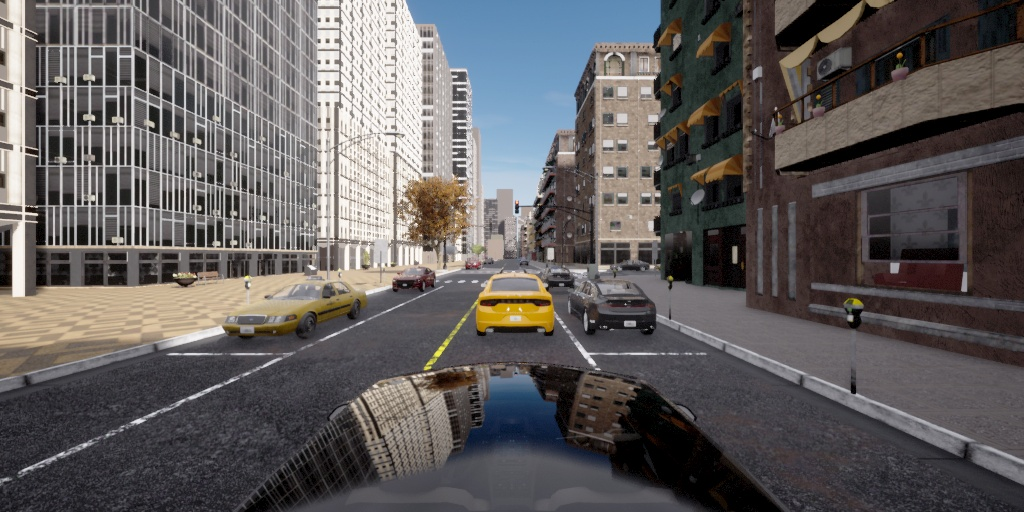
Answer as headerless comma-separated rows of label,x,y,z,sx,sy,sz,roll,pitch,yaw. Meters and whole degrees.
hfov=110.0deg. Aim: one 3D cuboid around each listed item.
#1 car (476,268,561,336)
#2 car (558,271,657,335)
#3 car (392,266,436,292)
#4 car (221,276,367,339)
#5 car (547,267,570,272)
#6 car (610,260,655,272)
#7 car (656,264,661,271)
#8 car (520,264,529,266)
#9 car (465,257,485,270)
car,0.073,1.228,10.410,1.882,1.535,5.008,0,0,0
car,2.674,1.301,10.316,2.007,1.370,4.403,0,0,0
car,-5.726,1.300,21.367,1.888,1.381,4.507,0,0,0
car,-5.706,1.276,10.132,1.751,1.417,4.829,0,0,0
car,2.654,1.305,21.382,2.007,1.370,4.403,0,0,0
car,13.366,1.109,40.817,4.403,1.370,2.007,0,0,-1
car,18.763,1.006,40.881,4.829,1.417,1.751,0,0,-1
car,0.066,1.355,20.689,1.895,1.301,4.718,0,0,0
car,-5.784,1.099,53.755,2.192,1.841,5.009,0,0,0
